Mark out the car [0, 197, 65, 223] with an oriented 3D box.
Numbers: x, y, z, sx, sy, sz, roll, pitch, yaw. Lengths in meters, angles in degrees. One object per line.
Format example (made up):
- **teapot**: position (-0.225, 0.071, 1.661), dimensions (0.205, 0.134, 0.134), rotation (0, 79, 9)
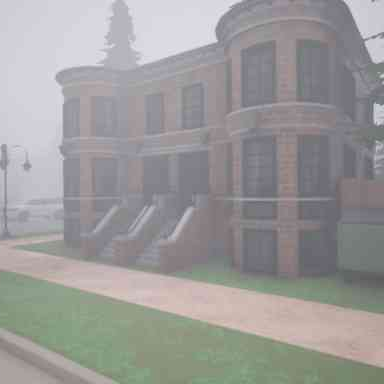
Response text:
- **car**: position (-13.626, 1.482, 29.215), dimensions (2.150, 2.045, 5.566), rotation (-1, 0, 35)
